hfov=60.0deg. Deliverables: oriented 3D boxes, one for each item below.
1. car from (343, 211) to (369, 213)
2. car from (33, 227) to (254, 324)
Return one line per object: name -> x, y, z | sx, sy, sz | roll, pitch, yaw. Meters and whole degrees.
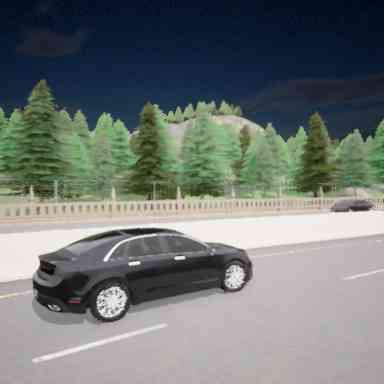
car -> 15.699, 1.487, 32.597 | 4.892, 1.490, 1.837 | 0, 0, -26
car -> -0.770, 1.534, 7.295 | 4.892, 1.490, 1.837 | 0, -1, -35
